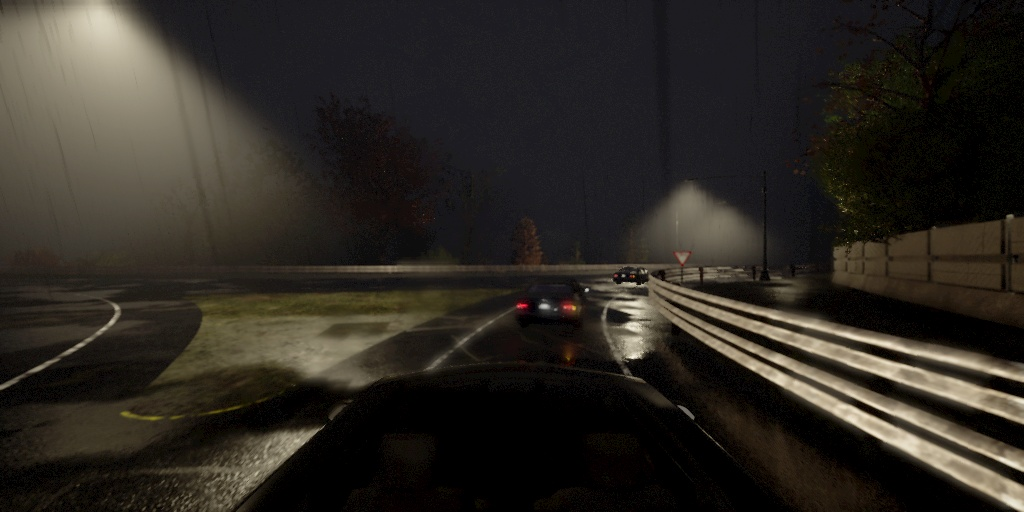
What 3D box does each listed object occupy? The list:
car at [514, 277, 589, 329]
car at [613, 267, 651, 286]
[{"bbox_3d":[1.457,1.397,11.729,2.033,1.411,5.357,0,-1,14],"label":"car"},{"bbox_3d":[9.902,1.575,28.801,2.033,1.411,5.357,0,-1,38],"label":"car"}]
